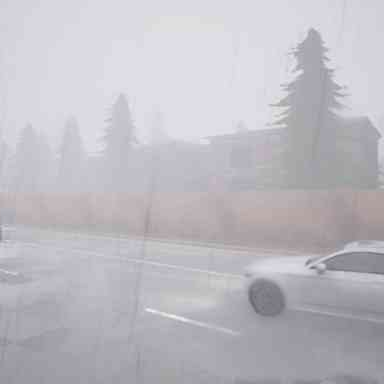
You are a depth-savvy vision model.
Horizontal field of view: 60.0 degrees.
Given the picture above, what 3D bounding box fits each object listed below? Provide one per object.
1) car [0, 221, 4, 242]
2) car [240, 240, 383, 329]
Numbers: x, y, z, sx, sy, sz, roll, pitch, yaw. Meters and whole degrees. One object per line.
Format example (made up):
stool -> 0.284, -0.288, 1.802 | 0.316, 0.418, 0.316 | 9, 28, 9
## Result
car -> -11.445, 1.637, 16.668 | 4.553, 1.767, 2.097 | -1, -1, 36
car -> 3.149, 1.608, 5.999 | 4.674, 1.442, 1.812 | -1, -1, 36
